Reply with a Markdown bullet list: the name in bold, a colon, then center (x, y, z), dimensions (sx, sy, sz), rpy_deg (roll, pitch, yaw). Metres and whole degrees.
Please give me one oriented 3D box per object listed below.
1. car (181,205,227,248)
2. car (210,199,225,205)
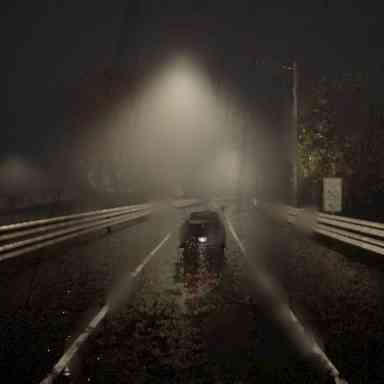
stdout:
- **car**: center (0.536, 1.567, 15.225), dimensions (1.837, 1.490, 4.892), rpy_deg (0, 0, 3)
- **car**: center (3.424, 1.688, 44.602), dimensions (1.812, 1.442, 4.674), rpy_deg (0, 0, 8)
